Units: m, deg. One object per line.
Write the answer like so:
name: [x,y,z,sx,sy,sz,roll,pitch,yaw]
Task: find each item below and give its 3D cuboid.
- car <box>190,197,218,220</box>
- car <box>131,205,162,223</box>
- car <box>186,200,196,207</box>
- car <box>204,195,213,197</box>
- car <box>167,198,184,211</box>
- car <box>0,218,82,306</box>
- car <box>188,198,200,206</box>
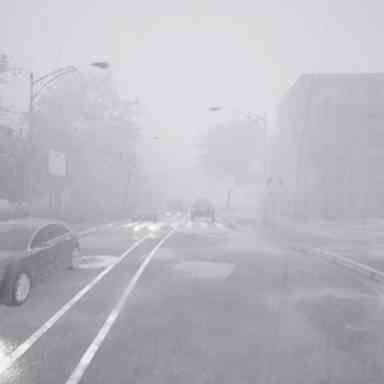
car: [1.011,1.593,30.600,2.097,1.767,4.553,0,-1,2]
car: [-3.570,1.723,26.611,1.994,1.385,4.181,0,-1,2]
car: [-0.161,2.732,79.715,2.002,1.452,4.674,-2,1,6]
car: [1.604,1.861,50.004,2.150,2.045,5.566,0,-1,1]
car: [-2.514,1.879,51.215,2.150,2.045,5.566,0,-1,4]
car: [-4.174,1.460,7.954,1.837,1.490,4.892,0,0,1]
car: [0.540,2.523,85.815,2.097,1.535,5.008,1,2,11]
